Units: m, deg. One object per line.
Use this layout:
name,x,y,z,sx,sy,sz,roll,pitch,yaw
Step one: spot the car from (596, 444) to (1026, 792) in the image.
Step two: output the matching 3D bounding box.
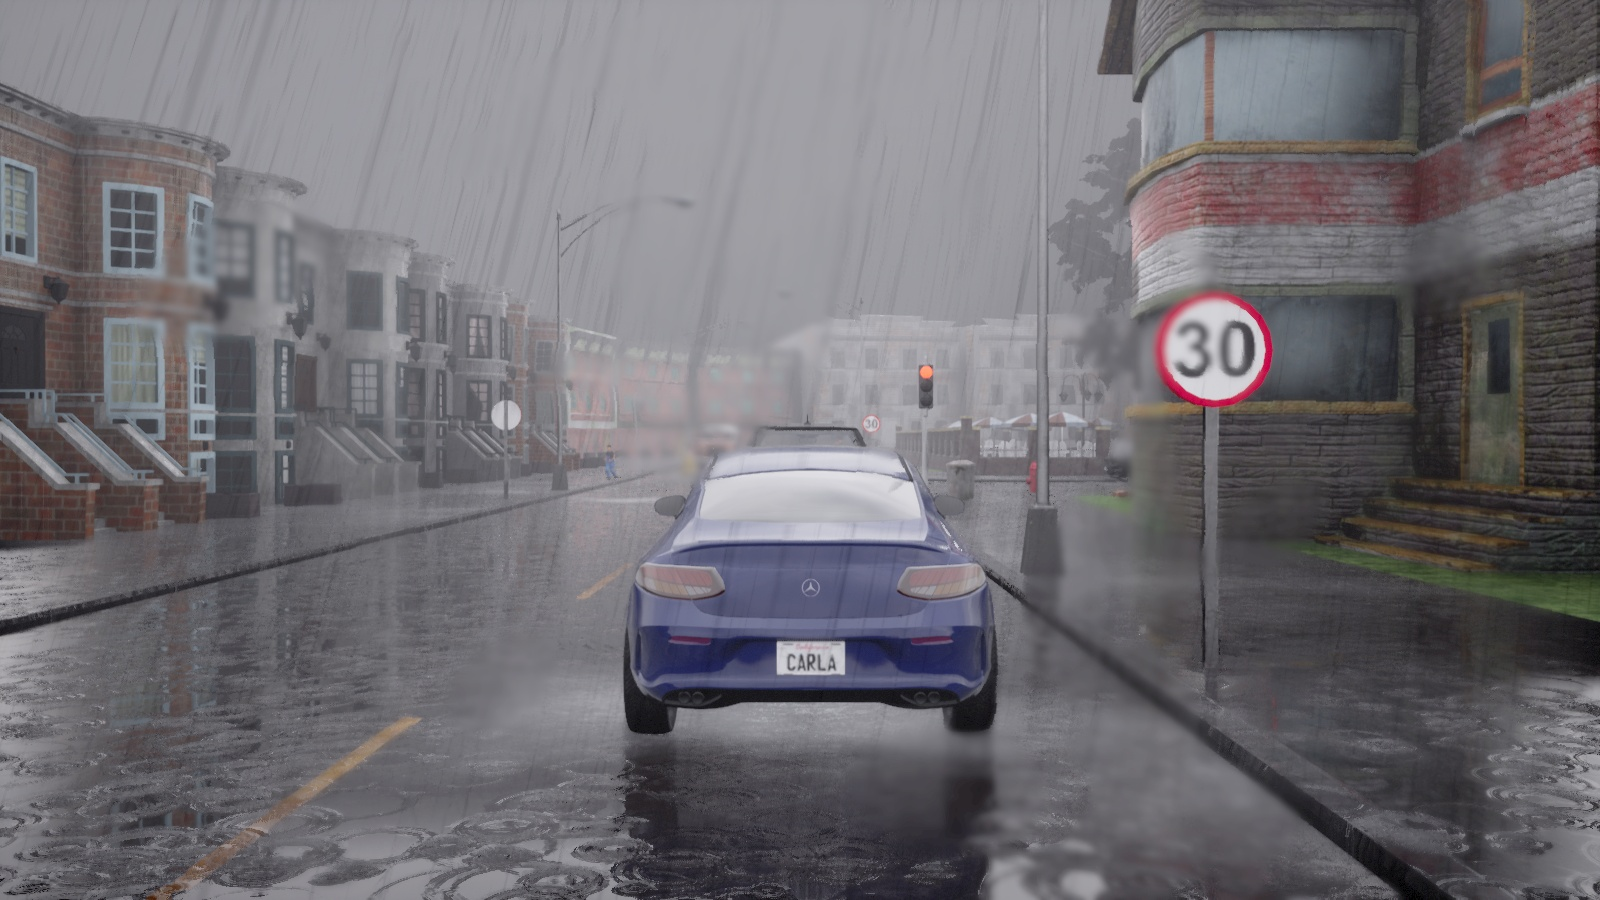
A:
car,0.058,0.699,7.636,1.812,1.442,4.674,0,1,0

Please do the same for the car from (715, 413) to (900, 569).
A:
car,0.102,0.447,16.545,2.097,1.767,4.553,0,1,0

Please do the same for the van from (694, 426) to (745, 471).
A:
van,-3.687,-0.087,58.260,2.069,2.038,4.480,0,1,0

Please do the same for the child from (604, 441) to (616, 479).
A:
child,-6.379,0.331,42.134,0.270,1.263,0.437,0,1,12

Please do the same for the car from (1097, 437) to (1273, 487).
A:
car,12.163,0.355,39.879,5.008,1.535,1.882,0,1,0

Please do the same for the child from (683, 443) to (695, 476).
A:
child,-4.260,0.355,48.259,0.437,1.263,0.270,0,1,7
